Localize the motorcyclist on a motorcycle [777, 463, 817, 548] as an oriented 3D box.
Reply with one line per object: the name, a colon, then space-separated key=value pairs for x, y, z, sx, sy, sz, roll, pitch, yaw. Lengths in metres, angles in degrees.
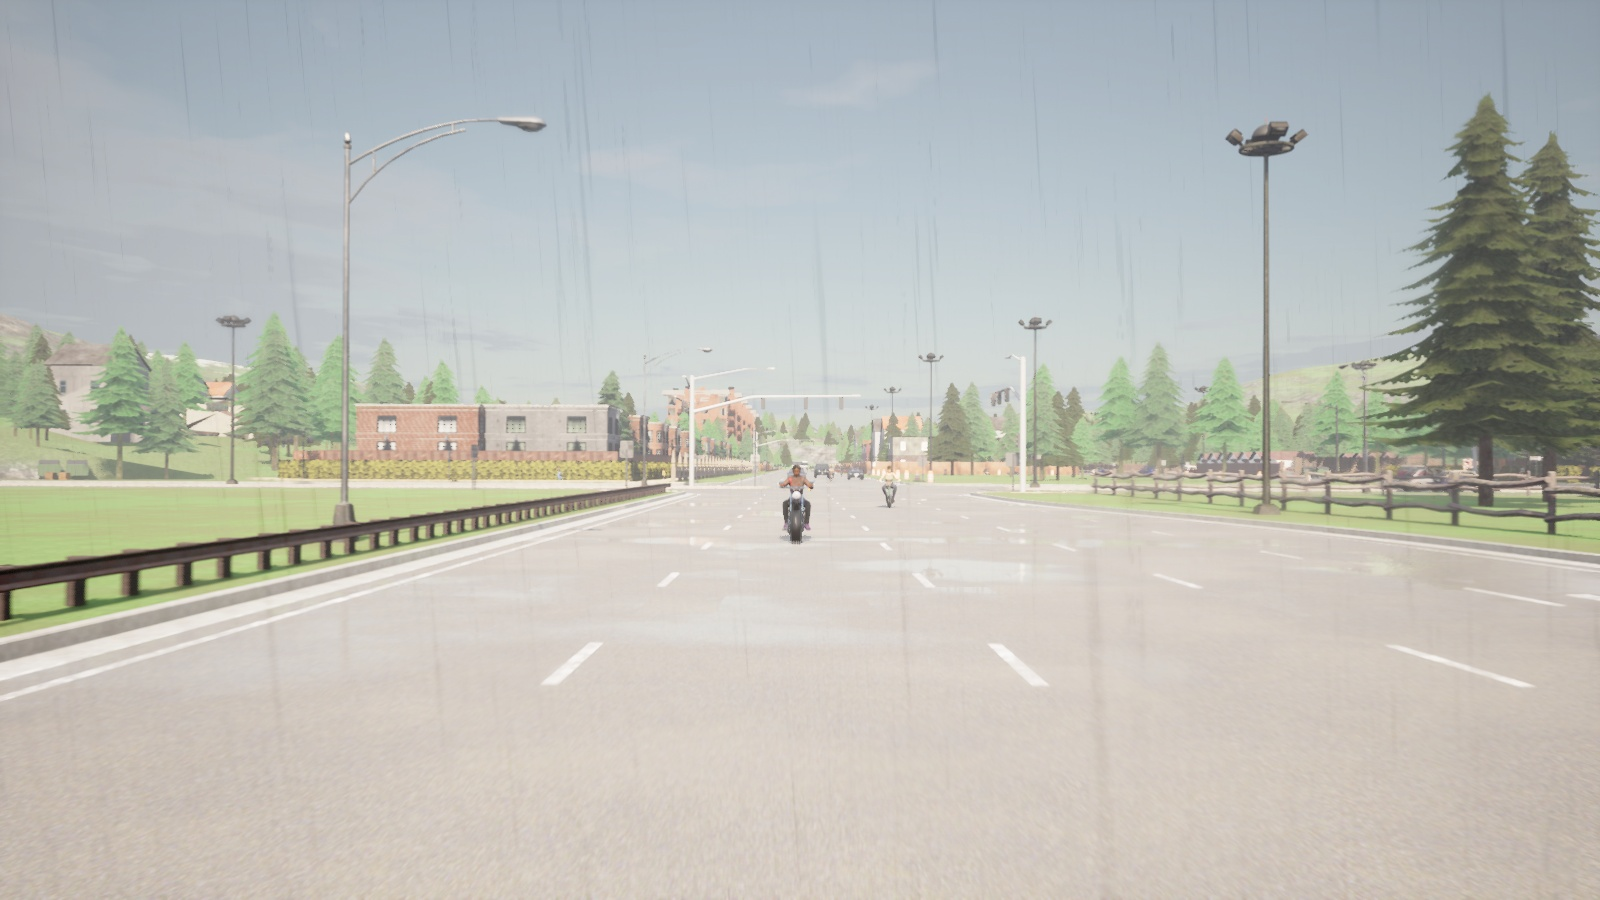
motorcyclist on a motorcycle: x=-0.062 y=1.103 z=25.869 sx=0.766 sy=1.649 sz=2.350 roll=0 pitch=-1 yaw=0

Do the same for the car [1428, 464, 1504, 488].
car: x=42.811 y=1.677 z=80.739 sx=3.806 sy=1.475 sz=1.970 roll=0 pitch=-1 yaw=0

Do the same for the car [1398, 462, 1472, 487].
car: x=42.579 y=1.657 z=84.242 sx=3.988 sy=1.617 sz=1.851 roll=0 pitch=-1 yaw=0
